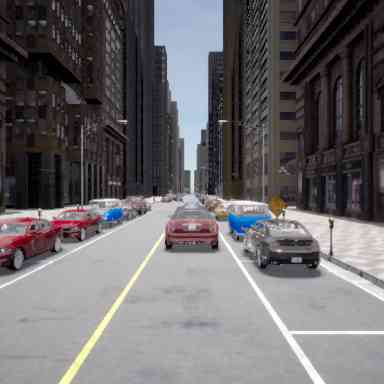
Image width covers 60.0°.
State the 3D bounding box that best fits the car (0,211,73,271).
[{"bbox_3d":[-5.762,1.546,10.924,1.887,1.381,4.507,0,0,0],"label":"car"}]

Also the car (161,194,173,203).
[{"bbox_3d":[-5.763,1.614,72.726,1.802,1.307,4.206,0,0,0],"label":"car"}]

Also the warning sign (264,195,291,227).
[{"bbox_3d":[5.067,1.119,19.802,1.300,1.860,1.060,0,0,0],"label":"warning sign"}]

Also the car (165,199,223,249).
[{"bbox_3d":[0.000,1.369,14.620,2.097,1.767,4.553,0,0,0],"label":"car"}]

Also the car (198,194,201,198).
[{"bbox_3d":[2.762,1.573,67.123,1.887,1.381,4.507,0,0,0],"label":"car"}]

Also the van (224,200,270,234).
[{"bbox_3d":[2.763,1.344,16.554,1.690,1.788,3.998,0,0,0],"label":"van"}]

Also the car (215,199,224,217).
[{"bbox_3d":[2.763,1.531,27.961,1.752,1.417,4.829,0,0,0],"label":"car"}]

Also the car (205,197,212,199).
[{"bbox_3d":[2.763,1.591,39.029,1.802,1.307,4.206,0,0,0],"label":"car"}]

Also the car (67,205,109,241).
[{"bbox_3d":[-5.762,1.547,16.542,1.887,1.381,4.507,0,0,0],"label":"car"}]

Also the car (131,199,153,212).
[{"bbox_3d":[-5.762,1.534,38.846,1.752,1.417,4.829,0,0,0],"label":"car"}]

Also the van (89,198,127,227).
[{"bbox_3d":[-5.762,1.345,22.161,1.690,1.788,3.998,0,0,0],"label":"van"}]

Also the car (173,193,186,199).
[{"bbox_3d":[-3.000,1.494,75.956,1.837,1.490,4.892,0,0,0],"label":"car"}]

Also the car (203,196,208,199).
[{"bbox_3d":[2.763,1.593,44.647,1.802,1.307,4.206,0,0,0],"label":"car"}]

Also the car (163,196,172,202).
[{"bbox_3d":[-5.763,1.603,78.345,1.947,1.339,4.313,0,0,0],"label":"car"}]

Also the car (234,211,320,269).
[{"bbox_3d":[2.763,1.552,10.935,2.008,1.369,4.403,0,0,0],"label":"car"}]

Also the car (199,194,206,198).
[{"bbox_3d":[2.763,1.589,61.504,1.947,1.339,4.313,0,0,0],"label":"car"}]

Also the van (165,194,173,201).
[{"bbox_3d":[-5.763,1.383,83.963,1.690,1.788,3.998,0,0,0],"label":"van"}]

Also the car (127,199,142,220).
[{"bbox_3d":[-5.762,1.556,27.779,2.008,1.369,4.403,0,0,0],"label":"car"}]

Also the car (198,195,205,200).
[{"bbox_3d":[2.762,1.604,95.217,2.008,1.369,4.403,0,0,0],"label":"car"}]

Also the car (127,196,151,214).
[{"bbox_3d":[-5.762,1.322,33.398,2.192,1.841,5.009,0,0,0],"label":"car"}]

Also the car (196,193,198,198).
[{"bbox_3d":[2.762,1.357,83.979,2.192,1.841,5.009,0,0,0],"label":"car"}]

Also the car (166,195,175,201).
[{"bbox_3d":[-5.763,1.592,89.581,1.887,1.381,4.507,0,0,0],"label":"car"}]

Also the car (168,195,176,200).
[{"bbox_3d":[-5.763,1.619,95.200,1.947,1.339,4.313,0,0,0],"label":"car"}]

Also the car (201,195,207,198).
[{"bbox_3d":[2.763,1.539,50.436,1.752,1.417,4.829,0,0,0],"label":"car"}]

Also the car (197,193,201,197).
[{"bbox_3d":[2.763,1.473,72.742,1.967,1.590,4.097,0,0,0],"label":"car"}]
